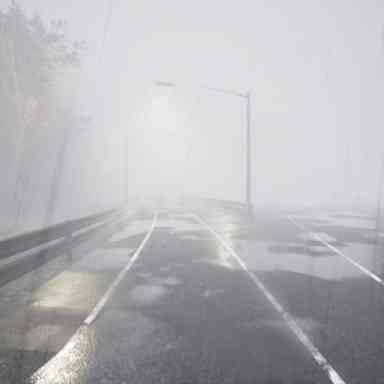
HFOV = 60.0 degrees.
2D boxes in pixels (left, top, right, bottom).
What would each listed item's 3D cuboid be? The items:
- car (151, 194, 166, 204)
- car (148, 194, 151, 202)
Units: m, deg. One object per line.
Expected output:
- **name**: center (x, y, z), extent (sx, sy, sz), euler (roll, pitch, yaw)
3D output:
- **car**: center (-6.030, 1.444, 60.878), extent (1.812, 1.442, 4.674), euler (0, 0, -11)
- **car**: center (-8.187, 1.141, 70.950), extent (2.097, 1.767, 4.553), euler (0, 0, -13)
